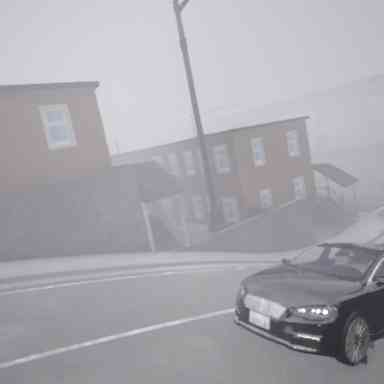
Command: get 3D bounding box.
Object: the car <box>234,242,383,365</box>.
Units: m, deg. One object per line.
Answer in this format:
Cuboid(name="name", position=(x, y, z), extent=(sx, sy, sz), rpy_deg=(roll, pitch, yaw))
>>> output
Cuboid(name="car", position=(2.945, 1.714, 6.125), extent=(4.902, 1.511, 2.128), rpy_deg=(5, -3, -36))
